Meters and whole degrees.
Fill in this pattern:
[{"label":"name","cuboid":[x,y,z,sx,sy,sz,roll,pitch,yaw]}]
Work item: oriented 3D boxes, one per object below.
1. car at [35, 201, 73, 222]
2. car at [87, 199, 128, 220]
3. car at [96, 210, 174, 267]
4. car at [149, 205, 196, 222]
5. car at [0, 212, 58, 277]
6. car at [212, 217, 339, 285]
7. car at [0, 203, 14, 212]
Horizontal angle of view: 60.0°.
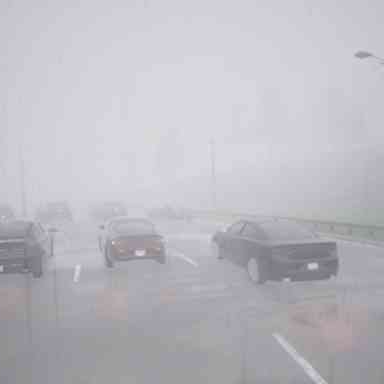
[{"label":"car","cuboid":[-11.534,1.534,27.647,2.097,1.767,4.553,-1,0,-37]},{"label":"car","cuboid":[-6.975,1.483,27.299,2.097,1.767,4.553,-1,0,-35]},{"label":"car","cuboid":[-2.192,1.573,11.616,1.812,1.442,4.674,0,0,-19]},{"label":"car","cuboid":[-1.685,1.670,25.830,1.895,1.301,4.718,-1,0,-32]},{"label":"car","cuboid":[-5.370,1.585,10.165,1.837,1.490,4.892,0,0,-18]},{"label":"car","cuboid":[2.046,1.474,9.645,1.882,1.535,5.008,0,0,-14]},{"label":"car","cuboid":[-16.381,1.742,28.128,1.837,1.490,4.892,0,0,-40]}]
